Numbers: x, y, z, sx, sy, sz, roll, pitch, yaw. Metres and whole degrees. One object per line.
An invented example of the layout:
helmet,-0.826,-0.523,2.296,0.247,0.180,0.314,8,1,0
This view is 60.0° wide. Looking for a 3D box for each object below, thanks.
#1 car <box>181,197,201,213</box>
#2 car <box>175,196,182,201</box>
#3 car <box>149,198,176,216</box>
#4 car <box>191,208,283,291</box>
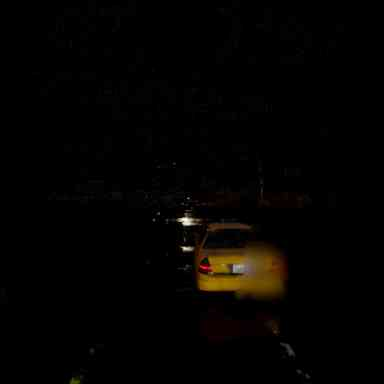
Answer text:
car,-0.003,1.508,37.336,1.812,1.442,4.674,0,0,0
car,-2.912,1.577,77.214,1.895,1.301,4.718,0,0,0
car,-2.918,1.532,32.016,2.033,1.411,5.357,0,0,0
car,0.944,1.451,8.944,1.801,1.575,5.366,0,0,0
